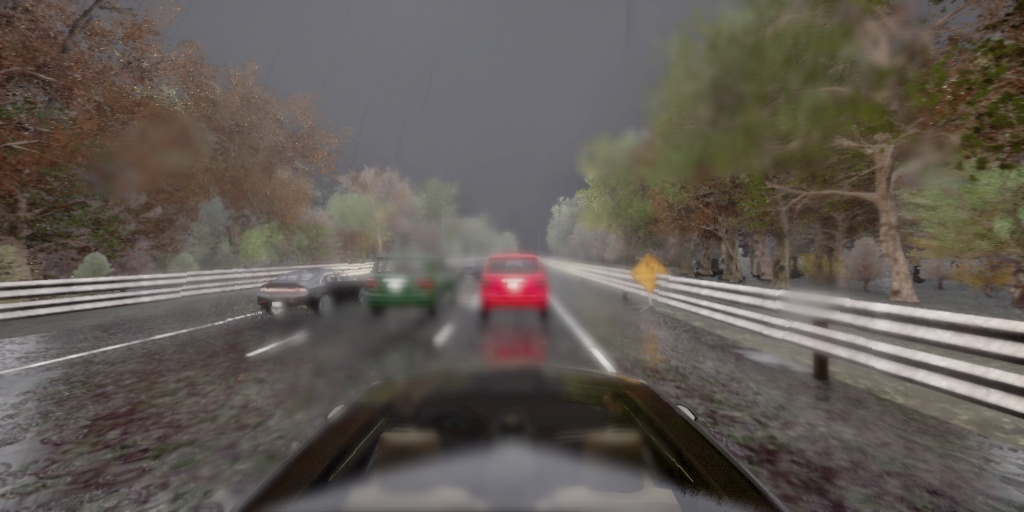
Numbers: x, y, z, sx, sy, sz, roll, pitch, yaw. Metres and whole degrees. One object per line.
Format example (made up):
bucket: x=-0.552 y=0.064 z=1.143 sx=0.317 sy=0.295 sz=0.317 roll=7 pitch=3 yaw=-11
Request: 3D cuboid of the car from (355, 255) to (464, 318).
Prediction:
car: x=-3.381 y=0.976 z=13.217 sx=2.150 sy=2.045 sz=5.566 roll=0 pitch=0 yaw=1

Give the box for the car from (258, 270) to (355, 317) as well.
car: x=-6.913 y=1.248 z=13.126 sx=2.128 sy=1.511 sz=4.902 roll=0 pitch=0 yaw=1

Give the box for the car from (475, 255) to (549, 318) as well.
car: x=0.118 y=0.976 z=13.121 sx=2.150 sy=2.045 sz=5.566 roll=0 pitch=0 yaw=1

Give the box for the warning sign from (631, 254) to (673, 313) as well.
warning sign: x=4.588 y=0.868 z=11.801 sx=1.300 sy=1.860 sz=1.060 roll=0 pitch=0 yaw=0

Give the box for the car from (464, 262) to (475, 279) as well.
car: x=-3.178 y=1.257 z=29.323 sx=1.837 sy=1.490 sz=4.892 roll=0 pitch=0 yaw=1
